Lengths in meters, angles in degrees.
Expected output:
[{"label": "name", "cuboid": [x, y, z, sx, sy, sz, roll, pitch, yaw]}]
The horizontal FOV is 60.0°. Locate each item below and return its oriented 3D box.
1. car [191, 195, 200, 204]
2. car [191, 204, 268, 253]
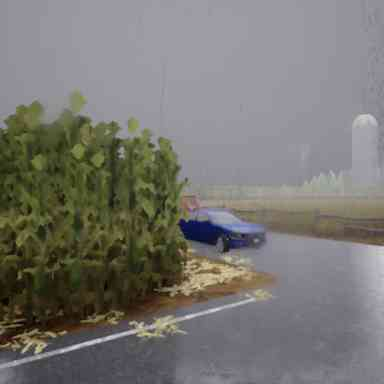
[{"label": "car", "cuboid": [-1.558, 1.210, 23.644, 2.150, 2.045, 5.566, 0, 0, -36]}, {"label": "car", "cuboid": [0.980, 1.471, 13.996, 1.882, 1.535, 5.008, 0, 0, -32]}]
